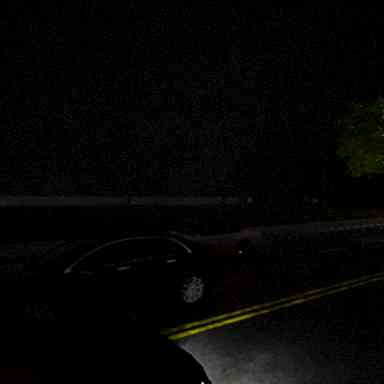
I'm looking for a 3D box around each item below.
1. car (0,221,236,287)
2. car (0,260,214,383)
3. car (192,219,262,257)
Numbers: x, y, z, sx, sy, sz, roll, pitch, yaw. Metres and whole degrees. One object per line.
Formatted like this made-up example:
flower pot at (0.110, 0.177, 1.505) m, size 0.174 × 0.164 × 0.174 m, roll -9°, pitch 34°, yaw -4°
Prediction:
car at (-1.640, 1.529, 6.504) m, size 4.892 × 1.490 × 1.837 m, roll 1°, pitch 0°, yaw -35°
car at (-1.777, 1.561, 2.173) m, size 4.181 × 1.385 × 1.994 m, roll 1°, pitch 0°, yaw -35°
car at (0.220, 1.673, 11.820) m, size 4.718 × 1.301 × 1.895 m, roll 1°, pitch 0°, yaw -35°
